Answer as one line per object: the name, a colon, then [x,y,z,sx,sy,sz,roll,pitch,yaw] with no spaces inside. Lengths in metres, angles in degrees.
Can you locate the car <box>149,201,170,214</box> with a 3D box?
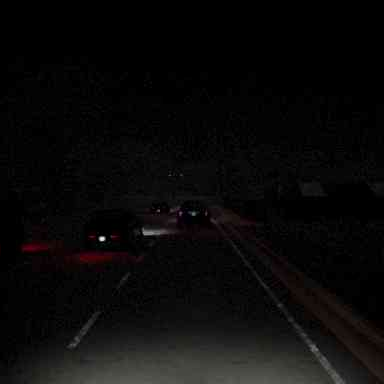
car: [-3.407,1.617,36.049,1.895,1.301,4.718,0,0,0]

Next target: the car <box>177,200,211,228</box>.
car: [0.096,1.362,22.225,2.097,1.767,4.553,0,0,0]

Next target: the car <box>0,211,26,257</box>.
car: [-7.042,1.496,10.275,2.128,1.511,4.902,0,0,1]

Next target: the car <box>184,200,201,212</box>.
car: [0.091,1.619,39.534,1.895,1.301,4.718,0,0,0]

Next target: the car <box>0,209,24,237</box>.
car: [-10.503,1.608,16.537,1.895,1.301,4.718,0,0,0]

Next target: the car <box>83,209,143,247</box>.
car: [-3.403,1.511,15.011,1.837,1.490,4.892,0,0,0]
